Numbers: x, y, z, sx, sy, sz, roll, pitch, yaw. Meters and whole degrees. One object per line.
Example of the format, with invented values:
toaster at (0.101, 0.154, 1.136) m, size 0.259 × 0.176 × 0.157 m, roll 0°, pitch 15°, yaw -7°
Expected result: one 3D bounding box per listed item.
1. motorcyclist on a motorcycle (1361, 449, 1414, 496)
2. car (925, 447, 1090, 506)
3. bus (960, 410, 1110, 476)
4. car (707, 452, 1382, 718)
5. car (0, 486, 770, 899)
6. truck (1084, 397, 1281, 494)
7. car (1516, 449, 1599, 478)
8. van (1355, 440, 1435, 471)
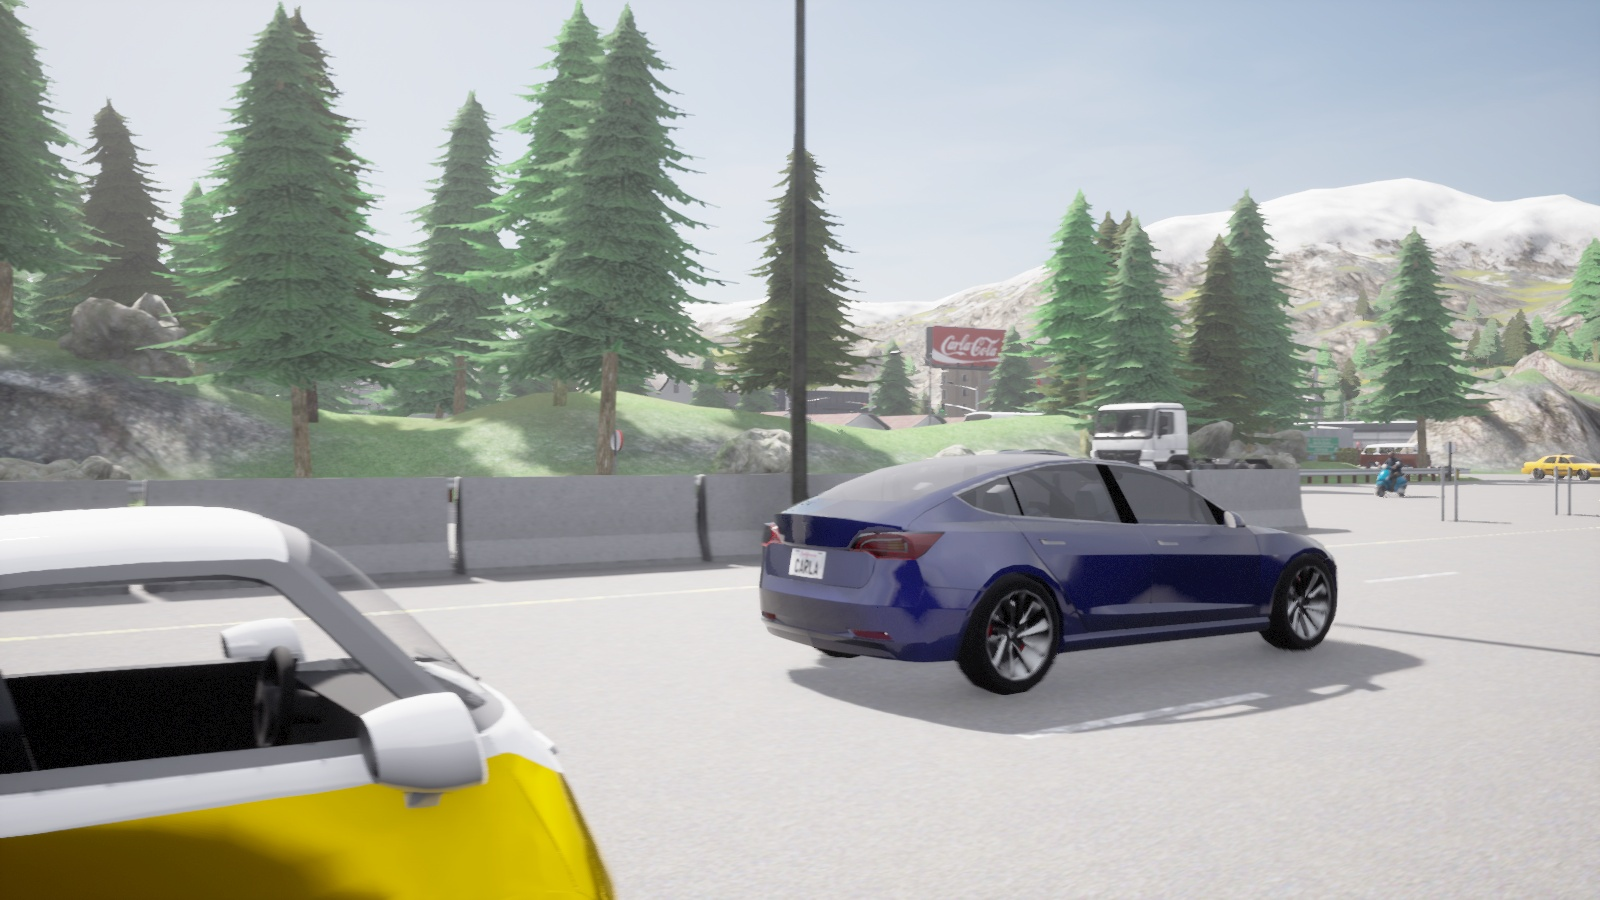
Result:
motorcyclist on a motorcycle at (20.300, 0.761, 43.368) m, size 1.817 × 1.590 × 0.866 m, roll 0°, pitch 0°, yaw -35°
car at (6.293, 0.754, 37.886) m, size 4.856 × 1.649 × 2.033 m, roll 0°, pitch 0°, yaw -35°
bus at (16.095, -0.460, 85.746) m, size 10.273 × 4.253 × 3.944 m, roll 0°, pitch 0°, yaw -35°
car at (1.936, 0.763, 9.270) m, size 4.792 × 1.488 × 2.163 m, roll 0°, pitch 0°, yaw -35°
car at (-1.396, 0.809, 2.687) m, size 2.207 × 1.376 × 1.481 m, roll -1°, pitch 0°, yaw -35°
truck at (14.708, -0.150, 48.007) m, size 7.936 × 3.462 × 2.891 m, roll 0°, pitch 0°, yaw -35°
car at (44.333, 0.749, 72.533) m, size 1.801 × 1.575 × 5.366 m, roll 0°, pitch 1°, yaw -17°
van at (40.497, 0.397, 85.597) m, size 2.069 × 2.038 × 4.480 m, roll 0°, pitch 0°, yaw -35°
